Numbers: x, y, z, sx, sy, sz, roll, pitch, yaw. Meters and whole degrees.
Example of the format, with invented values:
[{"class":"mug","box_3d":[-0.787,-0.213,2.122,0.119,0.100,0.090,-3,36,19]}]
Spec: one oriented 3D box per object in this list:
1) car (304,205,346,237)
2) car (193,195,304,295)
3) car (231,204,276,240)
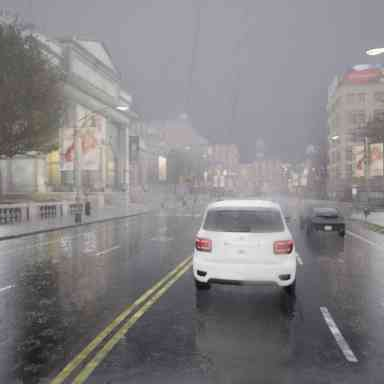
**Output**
[{"class":"car","box_3d":[7.020,1.501,18.258,1.837,1.490,4.892,0,-1,12]},{"class":"car","box_3d":[1.471,1.221,9.001,2.150,2.045,5.566,0,0,11]},{"class":"car","box_3d":[3.437,1.492,18.306,2.128,1.511,4.902,0,0,12]}]
